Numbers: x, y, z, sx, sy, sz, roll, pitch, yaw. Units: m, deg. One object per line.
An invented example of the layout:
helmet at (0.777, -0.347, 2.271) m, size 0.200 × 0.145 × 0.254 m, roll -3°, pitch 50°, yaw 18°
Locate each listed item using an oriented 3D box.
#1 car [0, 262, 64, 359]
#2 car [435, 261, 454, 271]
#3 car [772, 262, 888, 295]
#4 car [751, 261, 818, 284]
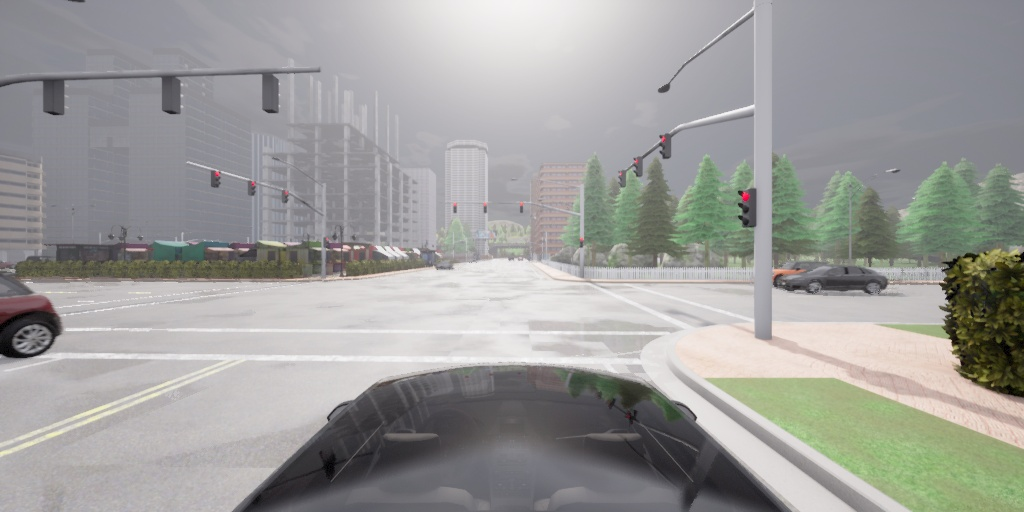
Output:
car at (-10.400, 1.046, 5.413) m, size 2.097 × 1.767 × 4.553 m, roll 0°, pitch 0°, yaw 2°
car at (-9.279, 1.356, 49.722) m, size 1.994 × 1.385 × 4.181 m, roll 0°, pitch 1°, yaw 1°
car at (17.158, 1.252, 19.320) m, size 4.892 × 1.490 × 1.837 m, roll 0°, pitch 0°, yaw 3°
car at (17.894, 1.099, 22.787) m, size 4.553 × 1.767 × 2.097 m, roll 0°, pitch 0°, yaw 3°
